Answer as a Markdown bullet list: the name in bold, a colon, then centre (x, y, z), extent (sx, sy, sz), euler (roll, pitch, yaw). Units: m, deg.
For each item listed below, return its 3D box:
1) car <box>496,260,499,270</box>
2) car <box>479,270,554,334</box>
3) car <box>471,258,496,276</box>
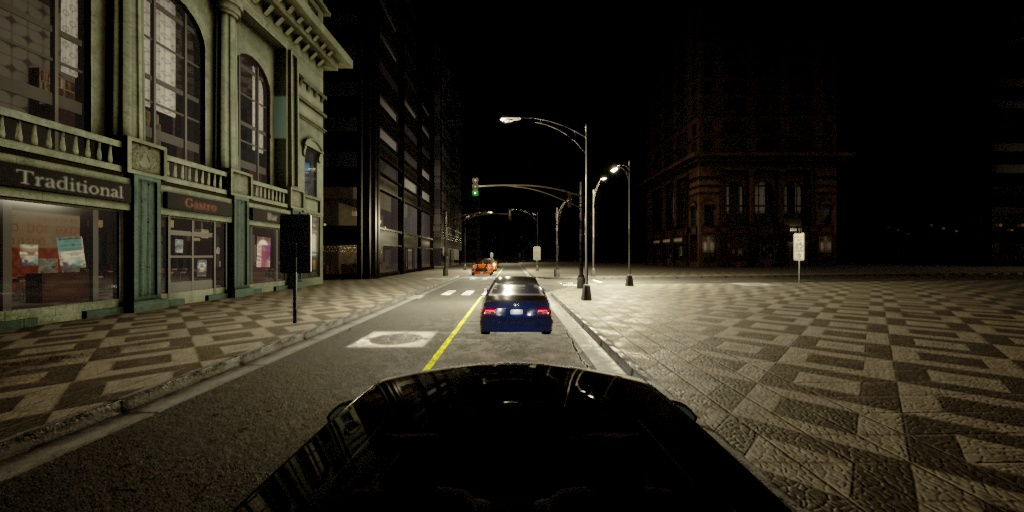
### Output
- **car**: centre (-3.112, 1.121, 47.897), extent (2.097, 1.767, 4.553), euler (0, 0, 0)
- **car**: centre (0.096, 1.300, 10.545), extent (2.033, 1.411, 5.357), euler (0, 0, 0)
- **car**: centre (-3.088, 1.116, 38.155), extent (2.097, 1.767, 4.553), euler (0, 0, -1)
